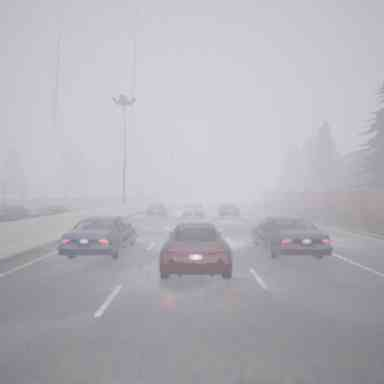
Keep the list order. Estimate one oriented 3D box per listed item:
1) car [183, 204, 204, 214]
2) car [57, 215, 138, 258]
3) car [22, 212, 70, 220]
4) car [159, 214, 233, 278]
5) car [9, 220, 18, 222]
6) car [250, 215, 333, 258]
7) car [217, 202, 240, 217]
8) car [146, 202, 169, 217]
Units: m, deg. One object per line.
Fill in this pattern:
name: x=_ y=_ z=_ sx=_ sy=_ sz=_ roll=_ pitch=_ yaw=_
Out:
car: x=0.103 y=1.754 z=31.775 sx=1.895 sy=1.301 sz=4.718 roll=0 pitch=0 yaw=0
car: x=-3.399 y=1.610 z=12.958 sx=2.033 sy=1.411 sz=5.357 roll=0 pitch=0 yaw=0
car: x=-10.594 y=1.685 z=24.927 sx=1.994 sy=1.385 sz=4.181 roll=0 pitch=0 yaw=0
car: x=0.101 y=1.614 z=10.339 sx=1.994 sy=1.385 sz=4.181 roll=0 pitch=0 yaw=0
car: x=-14.096 y=1.669 z=25.246 sx=2.033 sy=1.411 sz=5.357 roll=0 pitch=0 yaw=0
car: x=3.601 y=1.610 z=12.946 sx=2.033 sy=1.411 sz=5.357 roll=0 pitch=0 yaw=0
car: x=3.604 y=1.725 z=33.425 sx=1.994 sy=1.385 sz=4.181 roll=0 pitch=0 yaw=0
car: x=-3.398 y=1.725 z=33.378 sx=1.994 sy=1.385 sz=4.181 roll=0 pitch=0 yaw=0
